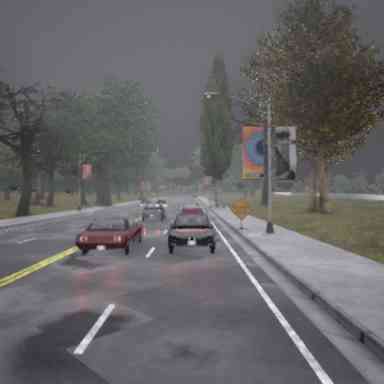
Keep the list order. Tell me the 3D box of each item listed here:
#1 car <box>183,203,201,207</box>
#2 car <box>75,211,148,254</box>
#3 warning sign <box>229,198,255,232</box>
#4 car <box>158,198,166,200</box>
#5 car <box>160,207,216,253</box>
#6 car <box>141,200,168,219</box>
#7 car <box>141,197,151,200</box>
[{"bbox_3d":[-0.002,1.711,29.480,1.882,1.535,5.008,0,0,0],"label":"car"},{"bbox_3d":[-3.251,1.722,14.114,1.895,1.301,4.718,0,0,0],"label":"car"},{"bbox_3d":[2.829,1.274,19.020,1.300,1.860,1.060,-1,-1,0],"label":"warning sign"},{"bbox_3d":[-6.517,1.981,70.964,1.895,1.301,4.718,0,0,0],"label":"car"},{"bbox_3d":[0.000,1.616,14.297,2.128,1.511,4.902,0,0,0],"label":"car"},{"bbox_3d":[-3.253,1.725,29.293,2.128,1.511,4.902,0,0,0],"label":"car"},{"bbox_3d":[-9.767,1.886,70.994,1.837,1.490,4.892,0,0,0],"label":"car"}]
